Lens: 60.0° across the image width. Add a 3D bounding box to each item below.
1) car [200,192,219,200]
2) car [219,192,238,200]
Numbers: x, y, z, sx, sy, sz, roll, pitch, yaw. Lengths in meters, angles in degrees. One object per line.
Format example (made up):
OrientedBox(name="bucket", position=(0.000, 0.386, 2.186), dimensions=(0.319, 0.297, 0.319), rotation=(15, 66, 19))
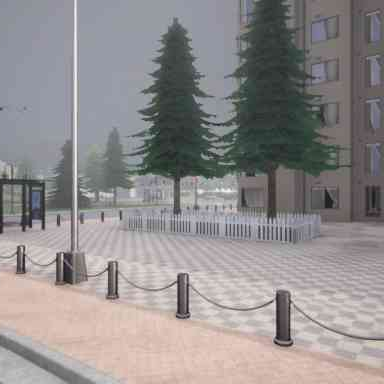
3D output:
OrientedBox(name="car", position=(5.155, 1.384, 91.423), dimensions=(3.806, 1.475, 1.970), rotation=(0, 0, 35))
OrientedBox(name="car", position=(9.519, 1.374, 84.721), dimensions=(3.633, 1.501, 1.845), rotation=(0, 0, 35))
